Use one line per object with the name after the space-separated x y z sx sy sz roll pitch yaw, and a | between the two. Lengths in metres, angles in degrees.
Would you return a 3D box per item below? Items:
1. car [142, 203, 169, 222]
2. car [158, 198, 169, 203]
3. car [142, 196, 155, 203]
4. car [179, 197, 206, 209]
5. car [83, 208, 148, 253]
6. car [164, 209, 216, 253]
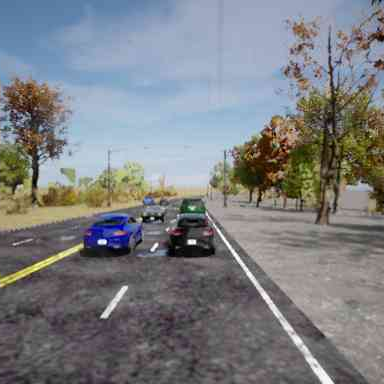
-3.181 1.864 29.011 1.895 1.301 4.718 0 0 0 | car
-6.037 2.092 70.964 1.837 1.490 4.892 0 0 1 | car
-9.286 1.817 70.983 2.150 2.045 5.566 0 0 1 | car
0.044 1.459 28.922 2.150 2.045 5.566 -1 0 0 | car
-3.233 1.659 14.316 1.812 1.442 4.674 0 0 0 | car
0.017 1.659 14.303 1.812 1.442 4.674 0 0 0 | car
